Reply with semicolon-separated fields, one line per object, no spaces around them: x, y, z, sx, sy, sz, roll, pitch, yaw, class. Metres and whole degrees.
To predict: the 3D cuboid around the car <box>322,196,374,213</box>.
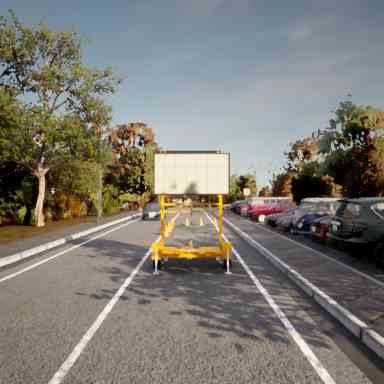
20.239;1.616;43.300;5.566;2.045;2.435;0;-1;0;car

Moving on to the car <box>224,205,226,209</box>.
7.138;1.874;43.545;5.008;1.535;2.097;0;-1;0;car

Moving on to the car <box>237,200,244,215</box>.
7.112;1.761;32.445;4.674;1.452;2.002;0;-1;0;car

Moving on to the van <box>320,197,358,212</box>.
20.334;1.696;46.191;4.442;1.987;1.878;0;-1;0;van

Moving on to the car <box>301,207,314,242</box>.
7.100;1.501;13.007;4.792;1.488;2.163;0;0;0;car

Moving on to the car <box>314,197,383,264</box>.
7.093;1.200;10.256;5.566;2.045;2.435;0;0;0;car

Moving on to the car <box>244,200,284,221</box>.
7.104;1.650;26.893;5.008;1.535;2.097;0;-1;0;car

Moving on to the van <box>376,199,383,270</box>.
6.943;1.234;7.480;4.442;1.987;1.878;0;0;0;van

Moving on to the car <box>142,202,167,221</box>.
-3.221;1.685;29.224;2.128;1.511;4.902;0;-1;0;car

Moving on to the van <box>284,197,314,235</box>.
6.960;1.281;15.792;4.442;1.987;1.878;0;-1;0;van

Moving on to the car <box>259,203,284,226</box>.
7.057;1.608;21.342;4.792;1.488;2.163;0;-1;0;car

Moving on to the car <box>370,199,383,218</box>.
20.157;1.591;32.223;4.553;1.767;2.185;0;-1;0;car

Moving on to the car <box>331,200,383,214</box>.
20.020;1.823;40.529;5.366;1.575;1.946;0;-1;0;car

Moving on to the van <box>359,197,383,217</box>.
20.311;1.527;34.993;4.442;1.987;1.878;0;-1;0;van

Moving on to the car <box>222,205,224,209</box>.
7.143;1.926;46.316;4.892;1.521;2.231;0;-1;0;car

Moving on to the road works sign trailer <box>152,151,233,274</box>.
-0.015;0.492;10.602;2.380;3.560;2.880;0;0;-1;road works sign trailer

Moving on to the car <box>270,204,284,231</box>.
7.084;1.583;18.565;4.674;1.452;2.002;0;-1;0;car

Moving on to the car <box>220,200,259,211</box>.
6.957;1.981;49.085;5.366;1.575;1.946;0;-1;0;car

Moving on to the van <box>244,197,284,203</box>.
7.221;1.460;29.672;4.442;1.987;1.878;0;-1;0;van

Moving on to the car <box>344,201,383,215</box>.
20.193;1.789;37.761;4.892;1.521;2.231;0;-1;0;car

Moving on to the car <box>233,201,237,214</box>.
7.144;1.786;35.220;4.792;1.488;2.163;0;-1;0;car

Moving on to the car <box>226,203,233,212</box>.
7.092;1.541;38.000;5.566;2.045;2.435;0;-1;0;car
